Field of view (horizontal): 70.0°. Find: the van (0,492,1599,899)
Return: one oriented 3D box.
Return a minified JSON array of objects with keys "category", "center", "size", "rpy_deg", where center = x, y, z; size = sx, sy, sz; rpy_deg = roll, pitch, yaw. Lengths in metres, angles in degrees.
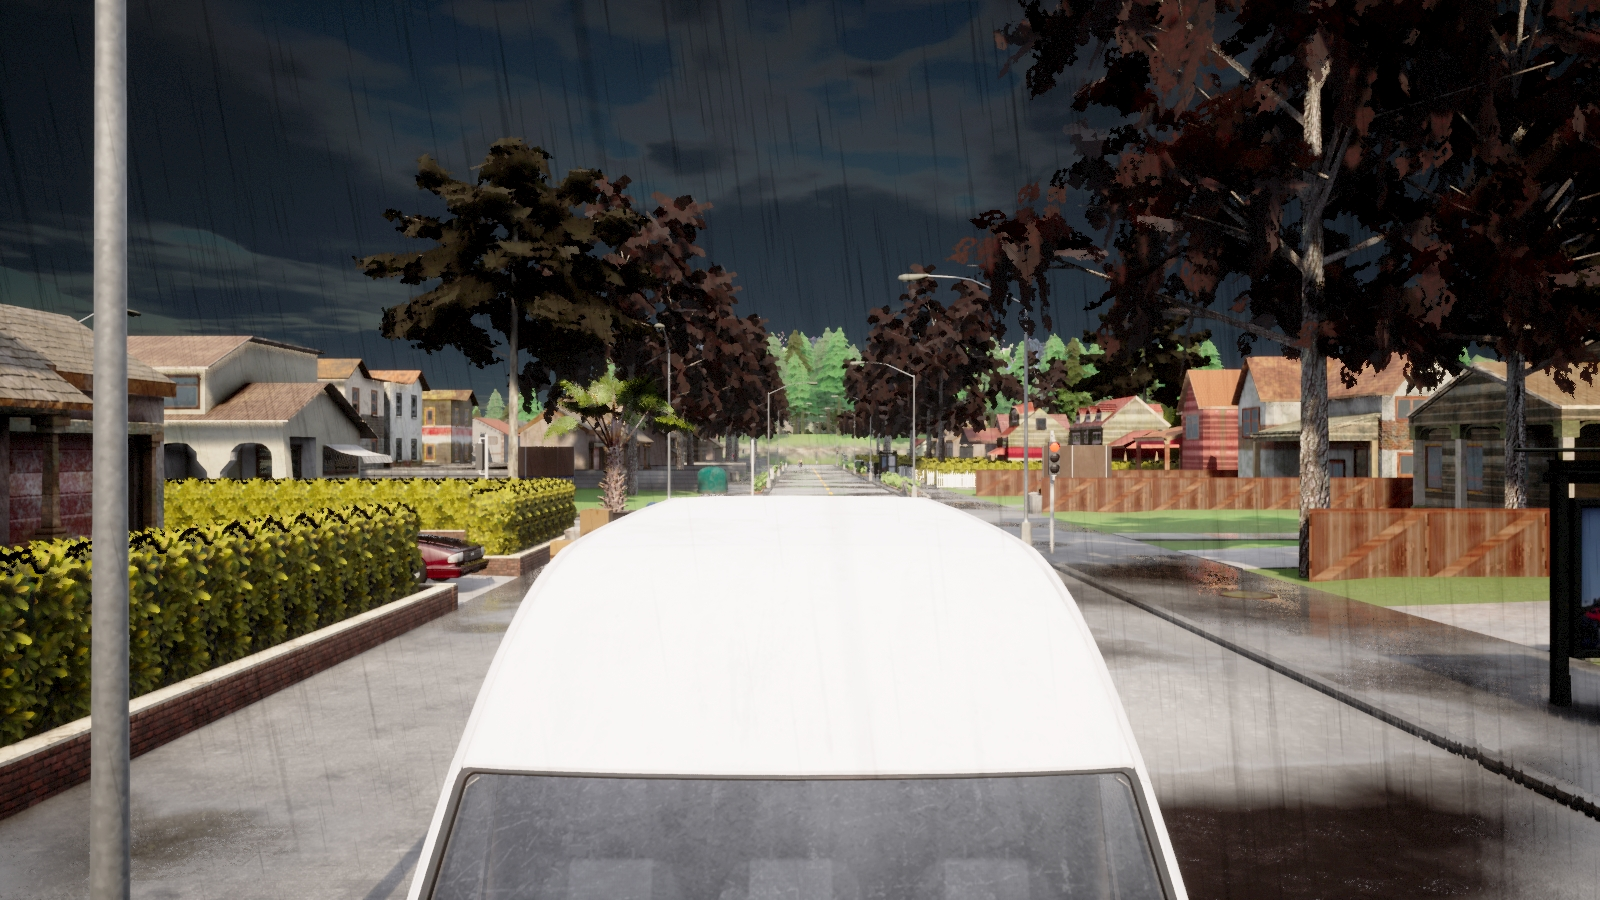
[{"category":"van","center":[0.002,1.537,4.030],"size":[1.988,2.561,5.915],"rpy_deg":[0,0,0]}]
